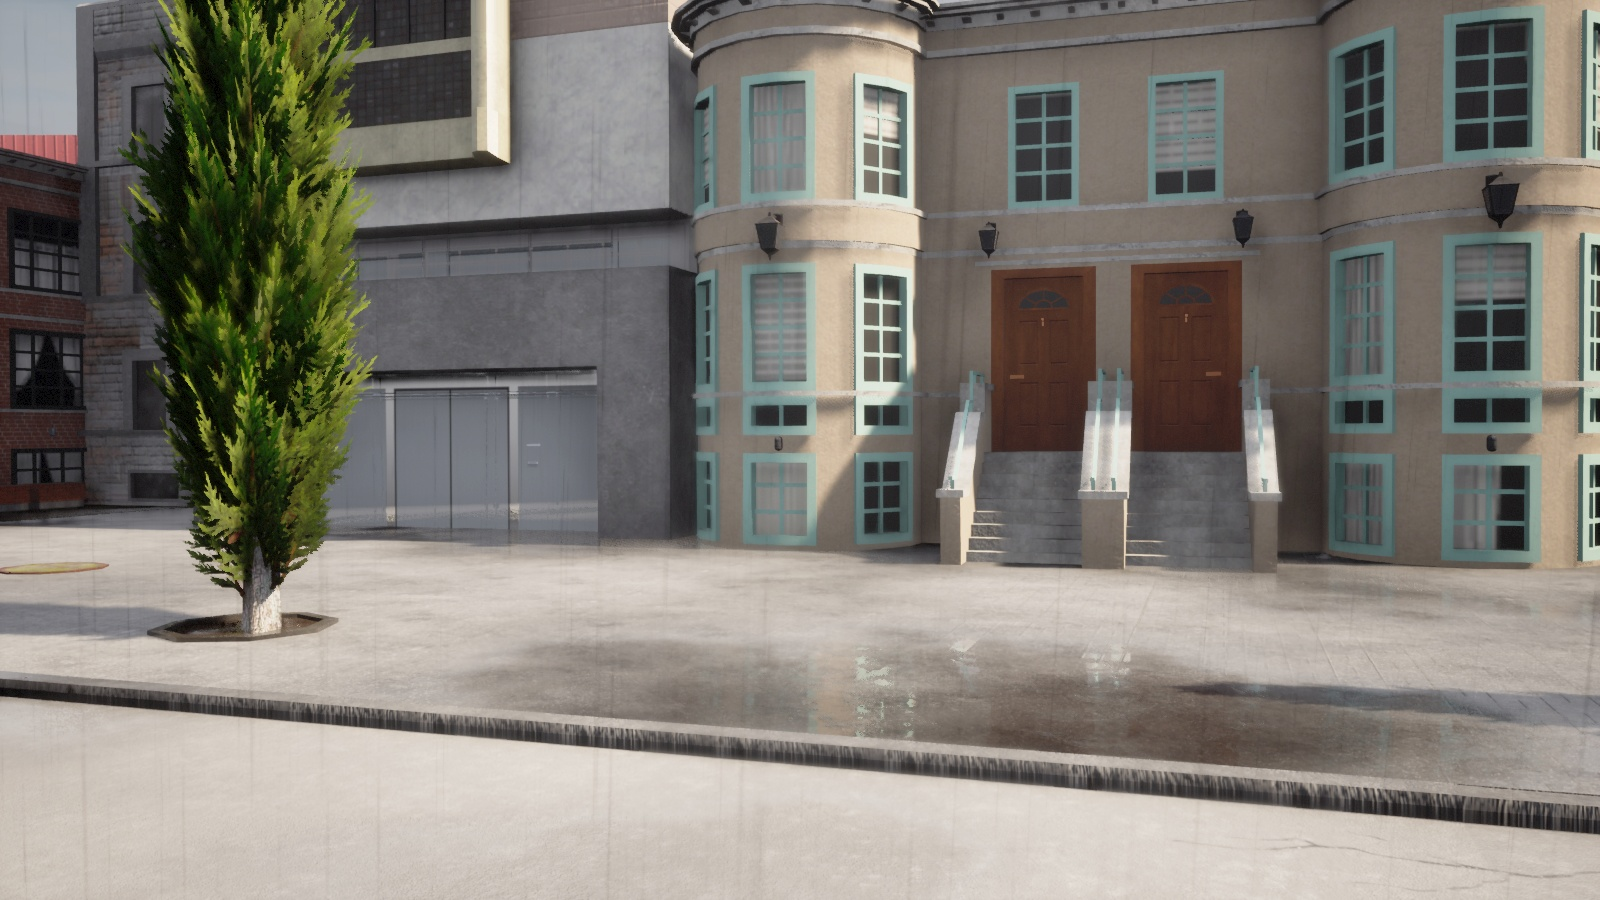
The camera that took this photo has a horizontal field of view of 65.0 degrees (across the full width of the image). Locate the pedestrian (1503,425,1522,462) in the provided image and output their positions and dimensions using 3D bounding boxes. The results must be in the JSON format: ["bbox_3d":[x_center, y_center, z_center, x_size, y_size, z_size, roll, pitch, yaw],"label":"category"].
[{"bbox_3d":[35.469,-0.335,62.509,0.634,1.844,0.899,0,1,17],"label":"pedestrian"}]
